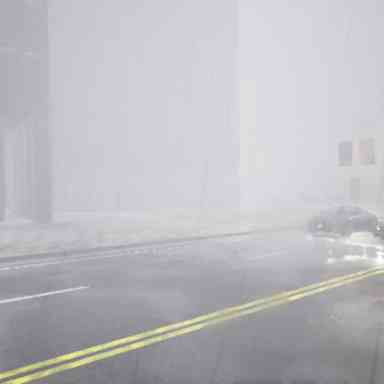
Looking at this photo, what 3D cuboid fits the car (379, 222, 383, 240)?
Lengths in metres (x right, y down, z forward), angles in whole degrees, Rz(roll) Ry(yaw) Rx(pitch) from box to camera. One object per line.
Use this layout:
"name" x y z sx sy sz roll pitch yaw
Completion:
"car" 7.275 1.458 8.628 5.357 1.411 2.033 -1 0 -36

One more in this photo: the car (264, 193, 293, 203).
"car" 14.451 1.136 54.343 1.802 1.307 4.206 -1 1 -35

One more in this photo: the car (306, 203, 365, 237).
"car" 7.754 1.431 17.092 4.181 1.385 1.994 0 0 -35

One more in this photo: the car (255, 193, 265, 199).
"car" 14.838 0.894 68.491 1.802 1.307 4.206 -1 1 -35

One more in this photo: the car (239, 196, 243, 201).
"car" 7.895 0.930 63.543 1.967 1.590 4.097 -1 1 -35

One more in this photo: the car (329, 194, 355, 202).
"car" 24.671 0.973 54.687 1.947 1.339 4.313 -1 1 -35

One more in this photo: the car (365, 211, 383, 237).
"car" 10.266 1.408 14.882 5.357 1.411 2.033 -1 0 -35

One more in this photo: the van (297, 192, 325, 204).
"van" 17.726 0.925 49.739 1.690 1.788 3.998 -1 1 -35
